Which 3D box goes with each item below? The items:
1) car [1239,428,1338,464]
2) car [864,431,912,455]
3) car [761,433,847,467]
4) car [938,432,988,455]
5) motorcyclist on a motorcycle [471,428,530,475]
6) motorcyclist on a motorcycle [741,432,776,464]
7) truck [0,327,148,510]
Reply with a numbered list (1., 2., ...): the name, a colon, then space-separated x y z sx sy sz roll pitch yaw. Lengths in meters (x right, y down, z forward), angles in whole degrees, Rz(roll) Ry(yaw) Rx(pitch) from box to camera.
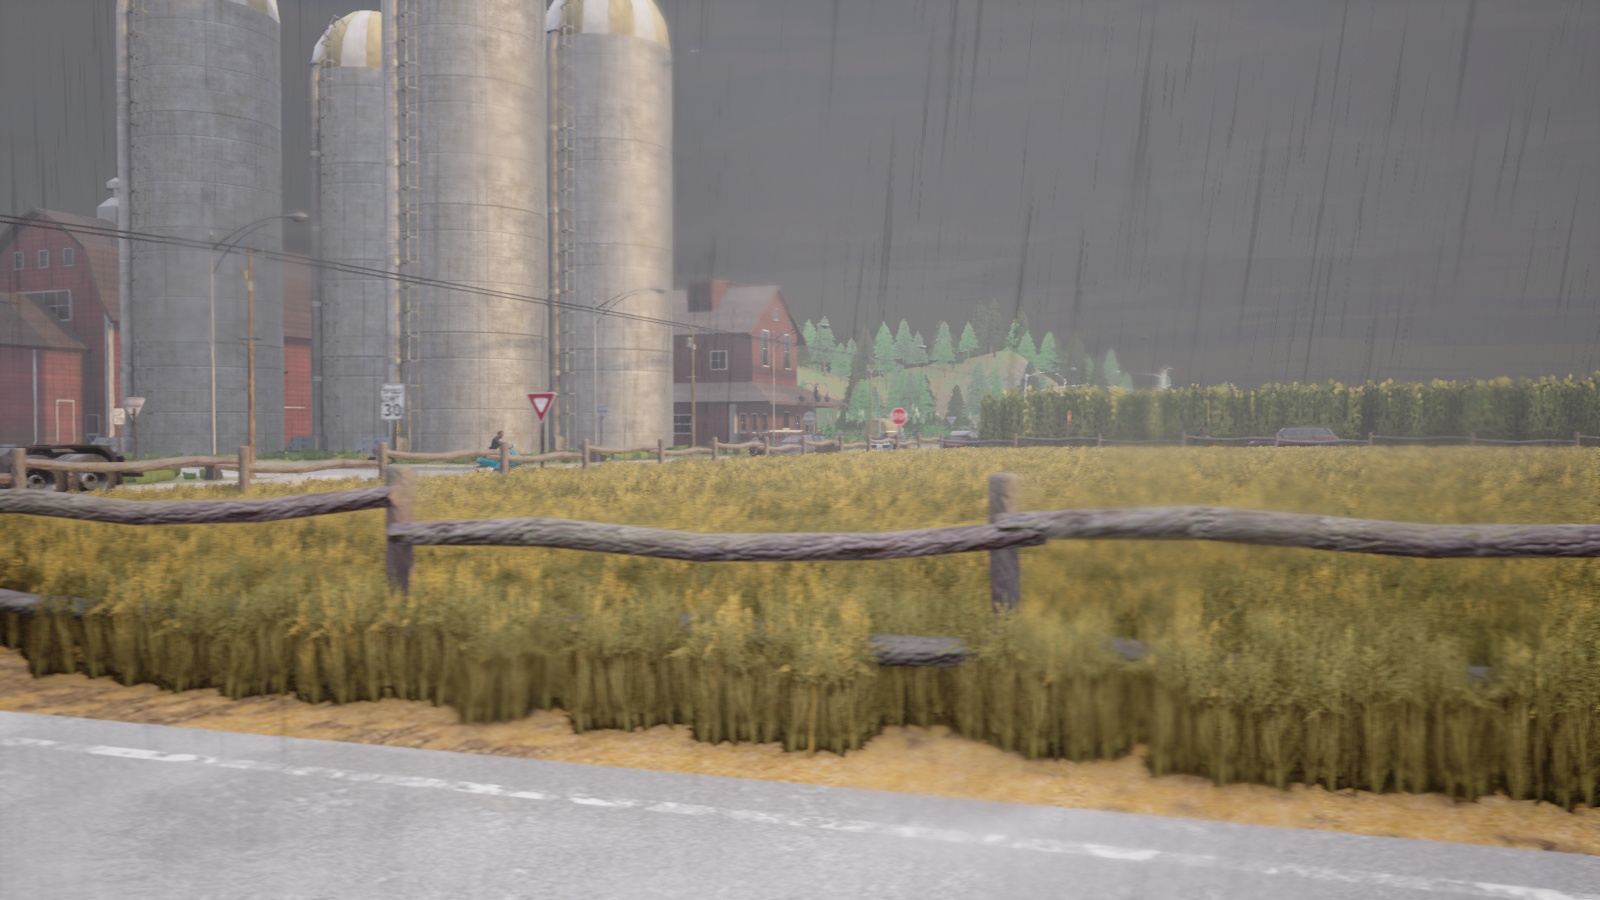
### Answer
1. car: 24.437 -0.234 62.838 4.553 1.767 2.097 1 1 22
2. car: 5.552 -0.454 79.126 1.970 1.475 3.806 1 1 22
3. car: 0.267 -0.030 56.514 2.033 1.411 5.357 1 1 22
4. car: 10.790 -0.458 82.788 2.163 1.488 4.792 1 1 22
5. motorcyclist on a motorcycle: -10.294 0.049 43.267 1.817 1.590 0.866 0 -1 -1
6. motorcyclist on a motorcycle: -1.978 -0.110 60.236 0.866 1.530 2.191 1 1 23
7. truck: -16.679 -0.595 23.543 2.891 3.462 7.936 1 1 22
